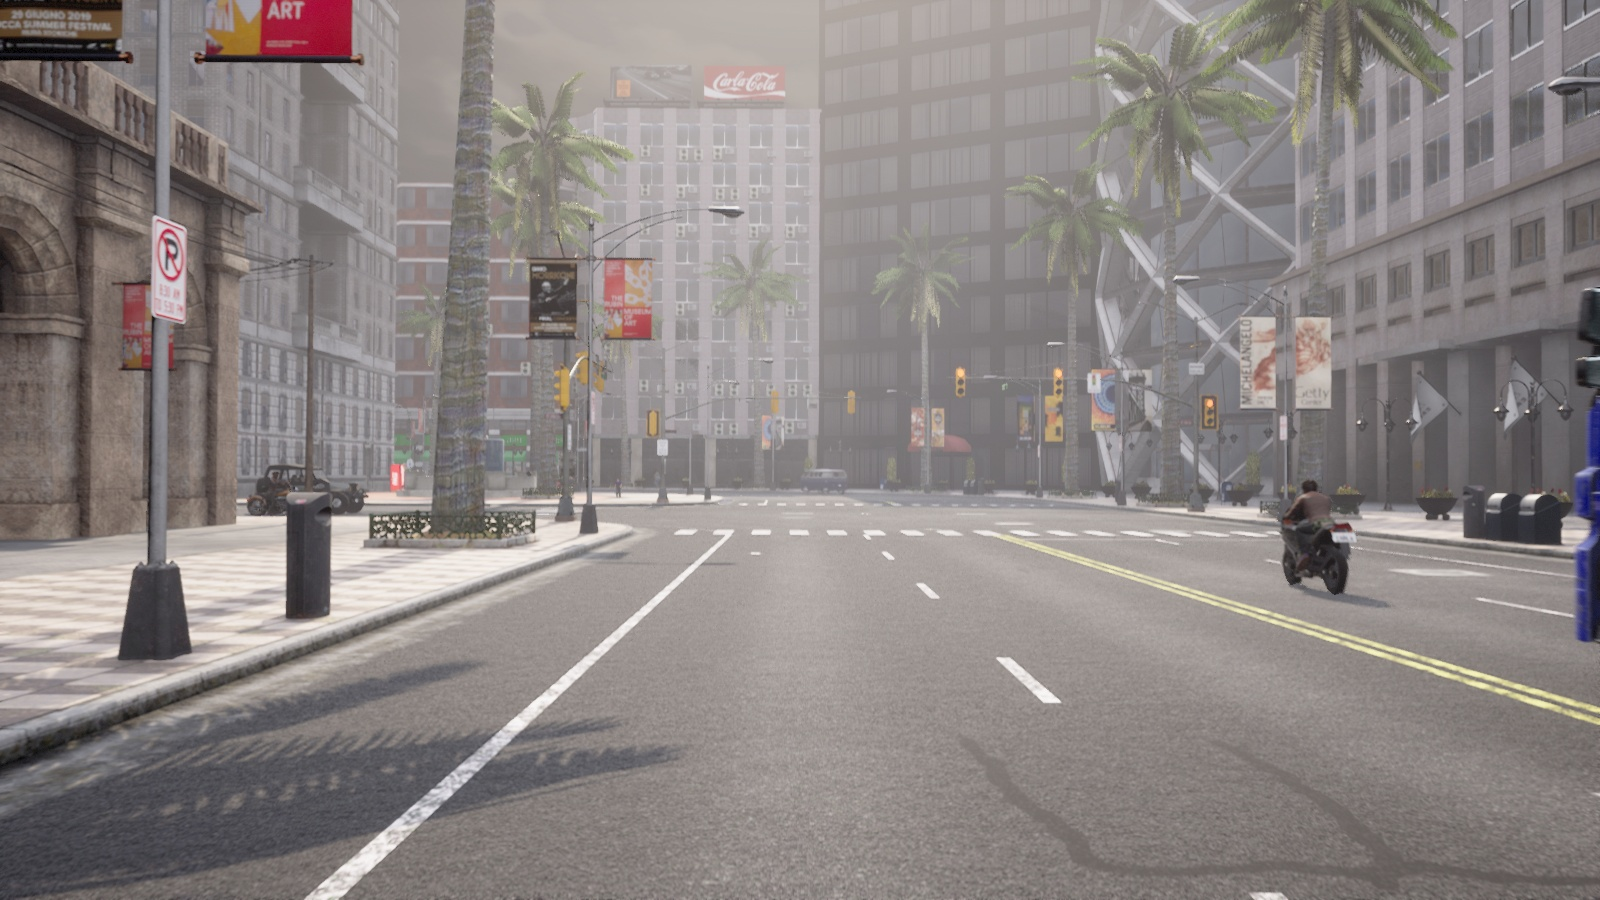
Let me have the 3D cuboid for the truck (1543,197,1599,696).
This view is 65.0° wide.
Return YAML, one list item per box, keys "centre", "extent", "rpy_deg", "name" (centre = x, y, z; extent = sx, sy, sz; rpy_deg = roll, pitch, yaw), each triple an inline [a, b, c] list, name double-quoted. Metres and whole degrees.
- centre: [6.997, -0.090, 5.379]
  extent: [2.891, 3.462, 7.936]
  rpy_deg: [0, -1, 0]
  name: "truck"

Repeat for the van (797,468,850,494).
- centre: [1.774, 2.413, 97.837]
  extent: [1.775, 1.987, 4.442]
  rpy_deg: [1, -1, -36]
  name: "van"

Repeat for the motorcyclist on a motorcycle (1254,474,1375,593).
- centre: [6.982, 1.097, 17.158]
  extent: [0.797, 1.523, 2.044]
  rpy_deg: [0, -1, 0]
  name: "motorcyclist on a motorcycle"

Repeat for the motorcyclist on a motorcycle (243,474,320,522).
- centre: [-18.225, 1.677, 44.173]
  extent: [2.350, 1.649, 0.766]
  rpy_deg: [0, -1, 0]
  name: "motorcyclist on a motorcycle"

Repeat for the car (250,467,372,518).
- centre: [-18.519, 1.590, 47.673]
  extent: [3.866, 1.878, 1.905]
  rpy_deg: [0, -1, 0]
  name: "car"
